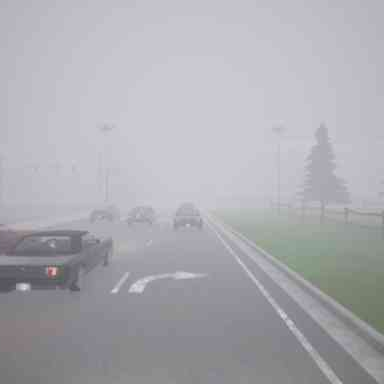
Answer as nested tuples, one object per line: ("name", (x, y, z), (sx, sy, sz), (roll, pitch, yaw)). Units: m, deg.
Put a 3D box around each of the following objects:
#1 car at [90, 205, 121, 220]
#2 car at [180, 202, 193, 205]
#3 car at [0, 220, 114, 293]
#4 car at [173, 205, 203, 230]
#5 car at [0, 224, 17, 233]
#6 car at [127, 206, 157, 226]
("car", (-7.408, 1.803, 28.584), (1.812, 1.442, 4.674), (0, -1, -1))
("car", (-0.604, 1.865, 37.680), (1.837, 1.490, 4.892), (0, -1, -1))
("car", (-3.504, 1.690, 9.080), (1.895, 1.301, 4.718), (0, -1, -1))
("car", (-0.284, 1.822, 22.973), (1.895, 1.301, 4.718), (0, -1, -1))
("car", (-7.044, 1.713, 11.271), (1.895, 1.301, 4.718), (0, -1, -1))
("car", (-3.851, 1.799, 26.036), (2.033, 1.411, 5.357), (0, -1, -1))
